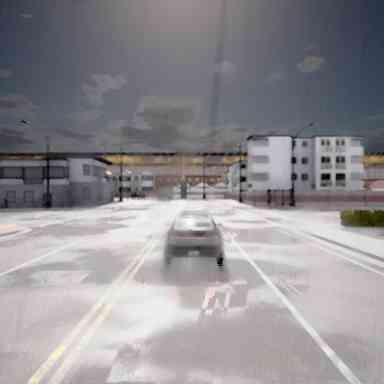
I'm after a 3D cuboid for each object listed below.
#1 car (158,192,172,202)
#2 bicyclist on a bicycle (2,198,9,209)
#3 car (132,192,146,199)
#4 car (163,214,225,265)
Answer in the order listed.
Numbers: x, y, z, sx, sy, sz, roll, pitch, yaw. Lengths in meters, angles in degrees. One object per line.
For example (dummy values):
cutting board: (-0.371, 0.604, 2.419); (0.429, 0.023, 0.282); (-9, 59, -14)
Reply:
car: (-5.450, 1.000, 66.885); (2.097, 1.767, 4.553); (0, 1, -16)
bicyclist on a bicycle: (-26.411, 1.630, 47.126); (0.582, 1.620, 1.656); (-1, 0, -1)
car: (-13.056, 0.856, 81.190); (1.837, 1.490, 4.892); (0, 1, -37)
car: (0.070, 1.520, 11.749); (2.128, 1.511, 4.902); (0, 0, 0)
